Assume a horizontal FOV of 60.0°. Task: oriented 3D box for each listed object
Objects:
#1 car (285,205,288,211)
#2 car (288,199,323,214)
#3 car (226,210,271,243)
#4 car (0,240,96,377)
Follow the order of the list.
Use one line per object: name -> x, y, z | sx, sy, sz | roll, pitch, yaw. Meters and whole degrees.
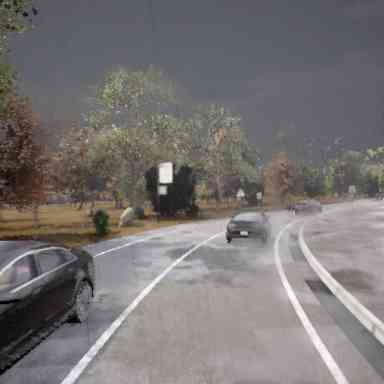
car -> 13.737, 1.791, 42.394 | 1.895, 1.301, 4.718 | -5, -2, 42
car -> 12.332, 1.535, 35.124 | 2.128, 1.511, 4.902 | -4, -2, 36
car -> 2.830, 1.584, 16.288 | 1.812, 1.442, 4.674 | -1, -1, 16
car -> -2.897, 1.506, 4.469 | 2.128, 1.511, 4.902 | 0, 0, 5
